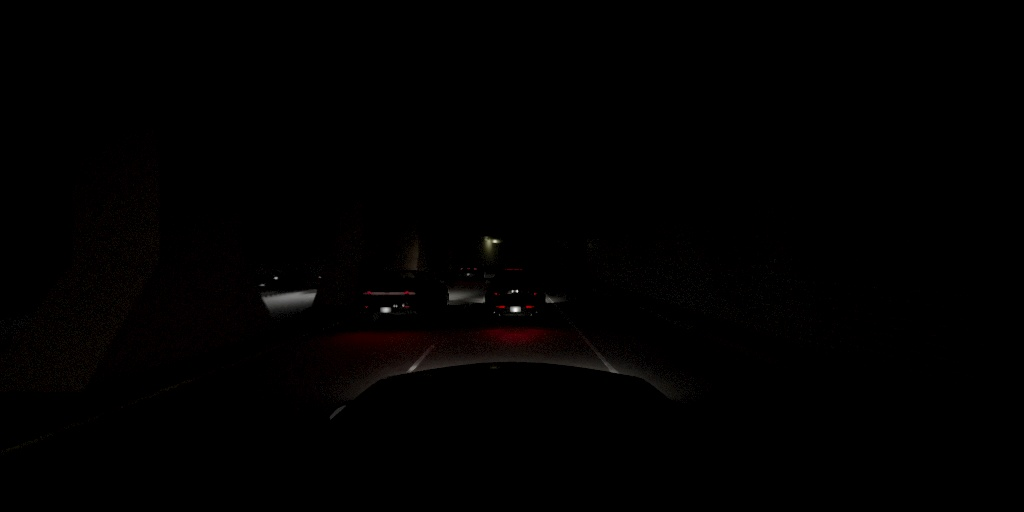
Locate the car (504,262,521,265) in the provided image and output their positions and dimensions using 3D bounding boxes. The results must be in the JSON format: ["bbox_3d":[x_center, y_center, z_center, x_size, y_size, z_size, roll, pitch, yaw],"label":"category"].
[{"bbox_3d":[0.071,1.226,30.404,1.837,1.490,4.892,0,0,-1],"label":"car"}]

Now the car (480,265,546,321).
[{"bbox_3d":[0.098,1.244,12.475,1.837,1.490,4.892,0,0,0],"label":"car"}]

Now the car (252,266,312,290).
[{"bbox_3d":[-14.110,1.330,22.494,1.895,1.301,4.718,0,0,0],"label":"car"}]

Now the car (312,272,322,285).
[{"bbox_3d":[-10.613,1.329,23.291,1.895,1.301,4.718,0,0,0],"label":"car"}]

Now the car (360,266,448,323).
[{"bbox_3d":[-3.402,1.231,12.087,2.128,1.511,4.902,0,0,0],"label":"car"}]

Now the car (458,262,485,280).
[{"bbox_3d":[-3.423,1.213,30.318,2.128,1.511,4.902,0,0,-1],"label":"car"}]
